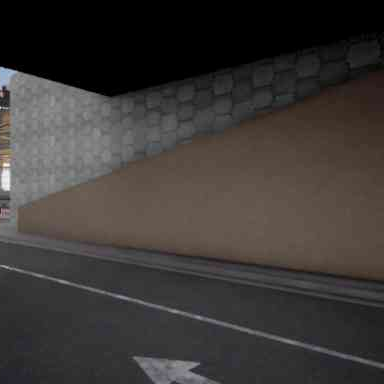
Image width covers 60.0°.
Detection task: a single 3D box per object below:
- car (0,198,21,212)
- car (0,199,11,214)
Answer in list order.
[{"bbox_3d":[-19.992,1.345,35.435,1.853,1.218,4.536,0,0,-9],"label":"car"},{"bbox_3d":[-16.242,1.339,32.622,4.536,1.218,1.853,0,0,1],"label":"car"}]
